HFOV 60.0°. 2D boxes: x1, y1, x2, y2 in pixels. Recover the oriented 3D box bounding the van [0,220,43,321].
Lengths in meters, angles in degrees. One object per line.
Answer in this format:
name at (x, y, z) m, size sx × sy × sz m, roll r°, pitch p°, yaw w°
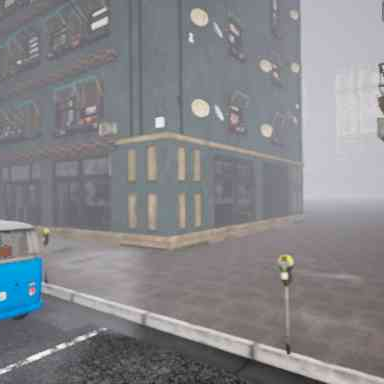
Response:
van at (-4.407, 1.339, 6.041) m, size 3.998 × 1.788 × 1.690 m, roll 0°, pitch -1°, yaw 36°
